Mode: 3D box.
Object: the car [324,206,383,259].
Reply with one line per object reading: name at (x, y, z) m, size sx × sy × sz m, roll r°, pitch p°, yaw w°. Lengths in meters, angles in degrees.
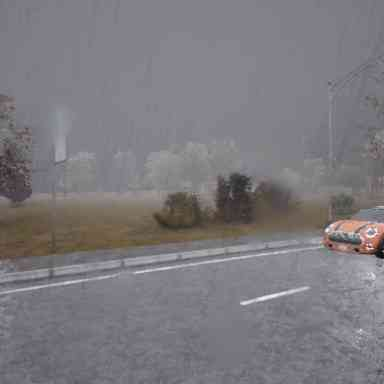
car at (7.095, 1.319, 12.456) m, size 4.553 × 1.767 × 2.097 m, roll 0°, pitch 0°, yaw -30°
